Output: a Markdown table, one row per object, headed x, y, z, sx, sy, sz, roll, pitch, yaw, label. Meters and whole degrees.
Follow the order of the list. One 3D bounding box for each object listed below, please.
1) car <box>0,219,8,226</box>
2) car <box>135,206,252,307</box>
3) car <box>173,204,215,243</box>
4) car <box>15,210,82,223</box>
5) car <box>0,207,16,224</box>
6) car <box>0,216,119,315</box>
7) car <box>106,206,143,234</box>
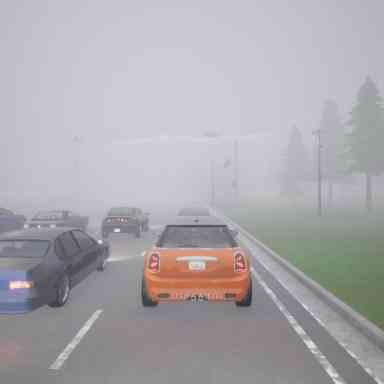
| x | y | z | sx | sy | sz | roll | pitch | yaw | label |
| --- | --- | --- | --- | --- | --- | --- | --- | --- | --- |
| -6.918 | 1.601 | 8.260 | 1.895 | 1.301 | 4.718 | 0 | 0 | 0 | car |
| 0.092 | 1.352 | 8.145 | 2.097 | 1.767 | 4.553 | 0 | 0 | 0 | car |
| 0.082 | 1.478 | 17.172 | 1.882 | 1.535 | 5.008 | 0 | 0 | 0 | car |
| -6.918 | 1.601 | 17.364 | 1.895 | 1.301 | 4.718 | 0 | 0 | 0 | car |
| -10.419 | 1.478 | 17.160 | 1.882 | 1.535 | 5.008 | 0 | 0 | 0 | car |
| -3.407 | 1.547 | 7.870 | 2.033 | 1.411 | 5.357 | 0 | 0 | 0 | car |
| -3.420 | 1.505 | 17.615 | 1.837 | 1.490 | 4.892 | 0 | 0 | 0 | car |
